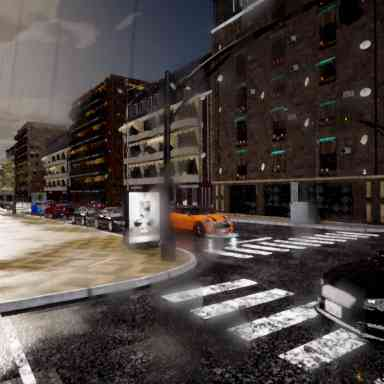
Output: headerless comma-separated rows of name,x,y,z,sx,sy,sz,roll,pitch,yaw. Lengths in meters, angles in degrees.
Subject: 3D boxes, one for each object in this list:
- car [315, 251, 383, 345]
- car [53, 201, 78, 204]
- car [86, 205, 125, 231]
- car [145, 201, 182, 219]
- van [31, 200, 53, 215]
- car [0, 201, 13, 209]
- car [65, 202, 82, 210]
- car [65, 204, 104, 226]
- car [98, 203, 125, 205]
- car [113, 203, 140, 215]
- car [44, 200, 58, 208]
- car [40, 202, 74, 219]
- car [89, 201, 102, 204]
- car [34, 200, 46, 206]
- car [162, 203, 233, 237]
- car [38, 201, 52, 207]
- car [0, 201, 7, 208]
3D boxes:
car,4.511,1.491,5.566,4.902,1.511,2.128,0,0,-13
car,-16.547,2.250,43.291,1.895,1.301,4.718,-1,-1,-35
car,-5.449,1.888,23.186,2.008,1.369,4.403,-2,0,-36
car,-3.016,1.824,34.571,1.967,1.590,4.097,-2,0,-36
van,-19.687,2.035,43.077,1.690,1.788,3.998,-2,0,-36
car,-37.940,2.704,68.419,2.008,1.369,4.403,-2,0,-36
car,-21.365,2.425,59.776,1.802,1.307,4.206,-2,0,-36
car,-8.709,1.969,27.702,2.008,1.369,4.403,-2,0,-36
car,-6.168,1.937,28.854,2.033,1.411,5.357,-1,-1,-36
car,-8.264,2.097,41.761,1.802,1.307,4.206,-2,0,-36
car,-31.148,2.529,73.323,1.967,1.590,4.097,-2,0,-36
car,-14.776,2.115,36.185,1.887,1.381,4.507,-2,0,-36
car,-14.846,2.119,50.748,1.967,1.590,4.097,-2,0,-36
car,-37.664,2.798,82.355,1.887,1.381,4.507,-2,0,-36
car,0.342,1.580,19.891,2.097,1.767,4.553,-1,-1,-37
car,-34.404,2.737,77.839,1.947,1.339,4.313,-2,0,-36
car,-44.459,2.863,77.450,1.887,1.381,4.507,-2,0,-36
